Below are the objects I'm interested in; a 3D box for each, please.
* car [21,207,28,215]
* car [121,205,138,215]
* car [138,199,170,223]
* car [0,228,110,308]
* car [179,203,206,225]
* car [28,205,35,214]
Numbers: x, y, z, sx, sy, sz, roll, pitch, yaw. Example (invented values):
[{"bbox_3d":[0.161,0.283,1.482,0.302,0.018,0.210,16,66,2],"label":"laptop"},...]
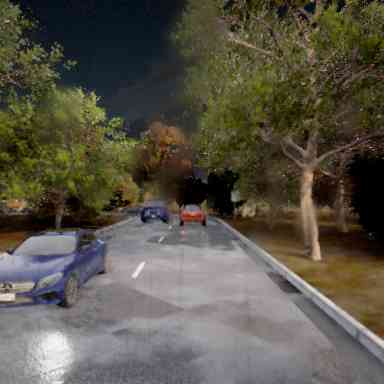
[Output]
[{"bbox_3d":[-21.302,2.402,46.658,4.892,1.490,1.837,0,-2,1],"label":"car"},{"bbox_3d":[-7.495,2.413,44.750,4.181,1.385,1.994,-1,-3,33],"label":"car"},{"bbox_3d":[-3.193,1.706,30.416,2.150,2.045,5.566,0,-1,0],"label":"car"},{"bbox_3d":[-3.377,1.692,8.398,1.812,1.442,4.674,-2,-1,0],"label":"car"},{"bbox_3d":[-0.007,1.804,28.666,2.097,1.767,4.553,0,-1,-2],"label":"car"},{"bbox_3d":[-18.476,2.353,43.357,4.181,1.385,1.994,0,-2,-2],"label":"car"}]
